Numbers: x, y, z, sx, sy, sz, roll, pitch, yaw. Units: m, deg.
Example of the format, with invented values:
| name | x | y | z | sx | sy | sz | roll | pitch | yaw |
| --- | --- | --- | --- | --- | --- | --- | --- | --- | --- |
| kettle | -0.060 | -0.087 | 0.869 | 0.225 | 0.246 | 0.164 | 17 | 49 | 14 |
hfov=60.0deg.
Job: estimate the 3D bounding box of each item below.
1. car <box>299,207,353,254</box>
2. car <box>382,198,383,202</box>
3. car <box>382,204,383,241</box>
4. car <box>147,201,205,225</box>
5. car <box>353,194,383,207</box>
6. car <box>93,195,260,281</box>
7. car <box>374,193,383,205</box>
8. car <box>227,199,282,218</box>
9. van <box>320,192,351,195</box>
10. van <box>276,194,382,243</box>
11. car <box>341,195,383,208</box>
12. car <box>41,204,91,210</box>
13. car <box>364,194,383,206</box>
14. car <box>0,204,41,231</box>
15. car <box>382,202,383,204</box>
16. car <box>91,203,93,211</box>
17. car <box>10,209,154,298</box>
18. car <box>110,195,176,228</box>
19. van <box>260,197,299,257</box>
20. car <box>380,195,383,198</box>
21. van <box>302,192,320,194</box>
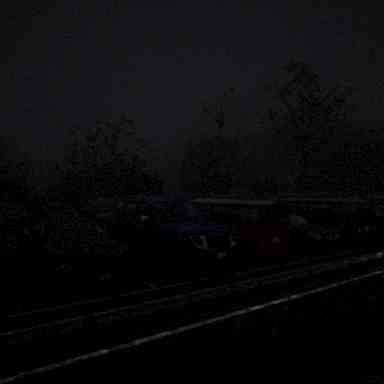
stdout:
| name | x | y | z | sx | sy | sz | roll | pitch | yaw |
| --- | --- | --- | --- | --- | --- | --- | --- | --- | --- |
| car | 3.726 | 1.516 | 13.667 | 2.002 | 1.452 | 4.674 | 0 | 0 | -35 |
| car | 12.972 | 1.394 | 20.205 | 2.097 | 1.535 | 5.008 | -1 | 1 | -35 |
| car | 8.349 | 1.508 | 16.941 | 2.002 | 1.452 | 4.674 | -1 | 1 | -35 |
| car | -1.363 | 1.482 | 25.462 | 2.097 | 1.535 | 5.008 | 0 | 0 | -35 |
| car | 23.988 | 1.080 | 43.419 | 2.097 | 1.535 | 5.008 | -1 | 1 | -35 |
| car | -0.867 | 1.204 | 10.376 | 2.435 | 2.045 | 5.566 | 0 | 0 | -35 |
| car | 28.703 | 0.999 | 46.748 | 2.097 | 1.535 | 5.008 | -1 | 1 | -35 |
| car | 5.641 | 1.424 | 30.464 | 2.163 | 1.488 | 4.792 | -1 | 1 | -35 |
| van | 14.808 | 1.010 | 37.055 | 1.878 | 1.987 | 4.442 | -1 | 1 | -35 |
| van | 5.869 | 1.257 | 15.324 | 1.878 | 1.987 | 4.442 | 0 | 0 | -35 |
| car | 21.689 | 1.119 | 41.780 | 2.097 | 1.535 | 5.008 | -1 | 1 | -35 |
| car | -8.273 | 1.484 | 20.541 | 2.163 | 1.488 | 4.792 | 0 | 0 | -35 |
| car | 26.379 | 1.068 | 45.143 | 2.163 | 1.488 | 4.792 | -1 | 1 | -35 |
| car | -10.497 | 1.446 | 19.012 | 2.231 | 1.521 | 4.892 | 0 | 0 | -35 |
| car | 10.665 | 1.474 | 18.575 | 2.002 | 1.452 | 4.674 | -1 | 1 | -35 |
| car | -5.968 | 1.494 | 22.173 | 2.163 | 1.488 | 4.792 | 0 | 0 | -35 |
| car | -3.193 | 1.445 | 8.770 | 2.097 | 1.535 | 5.008 | 0 | 0 | -35 |
| car | -3.664 | 1.224 | 23.806 | 2.435 | 2.045 | 5.566 | 0 | 0 | -35 |
| van | 1.355 | 1.240 | 12.127 | 1.878 | 1.987 | 4.442 | 0 | 0 | -35 |
| car | 15.255 | 1.229 | 21.867 | 2.185 | 1.767 | 4.553 | -1 | 1 | -35 |
| van | 10.196 | 1.090 | 33.792 | 1.878 | 1.987 | 4.442 | -1 | 1 | -35 |
